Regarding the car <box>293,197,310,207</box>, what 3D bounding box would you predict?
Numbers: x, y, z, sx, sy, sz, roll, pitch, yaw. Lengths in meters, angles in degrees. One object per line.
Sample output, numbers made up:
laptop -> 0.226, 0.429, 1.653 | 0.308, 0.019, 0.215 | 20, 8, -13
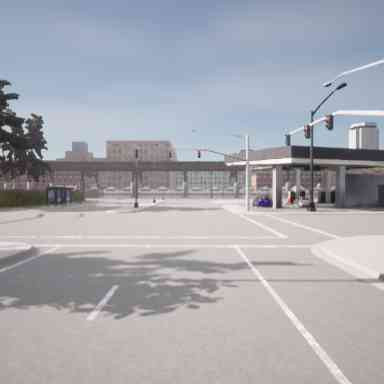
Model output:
car -> 15.455, 1.419, 46.403 | 1.970, 1.475, 3.806 | 0, 0, 0

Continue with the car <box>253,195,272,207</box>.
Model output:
car -> 9.710, 1.258, 45.641 | 2.242, 1.667, 4.611 | 0, 0, 0
